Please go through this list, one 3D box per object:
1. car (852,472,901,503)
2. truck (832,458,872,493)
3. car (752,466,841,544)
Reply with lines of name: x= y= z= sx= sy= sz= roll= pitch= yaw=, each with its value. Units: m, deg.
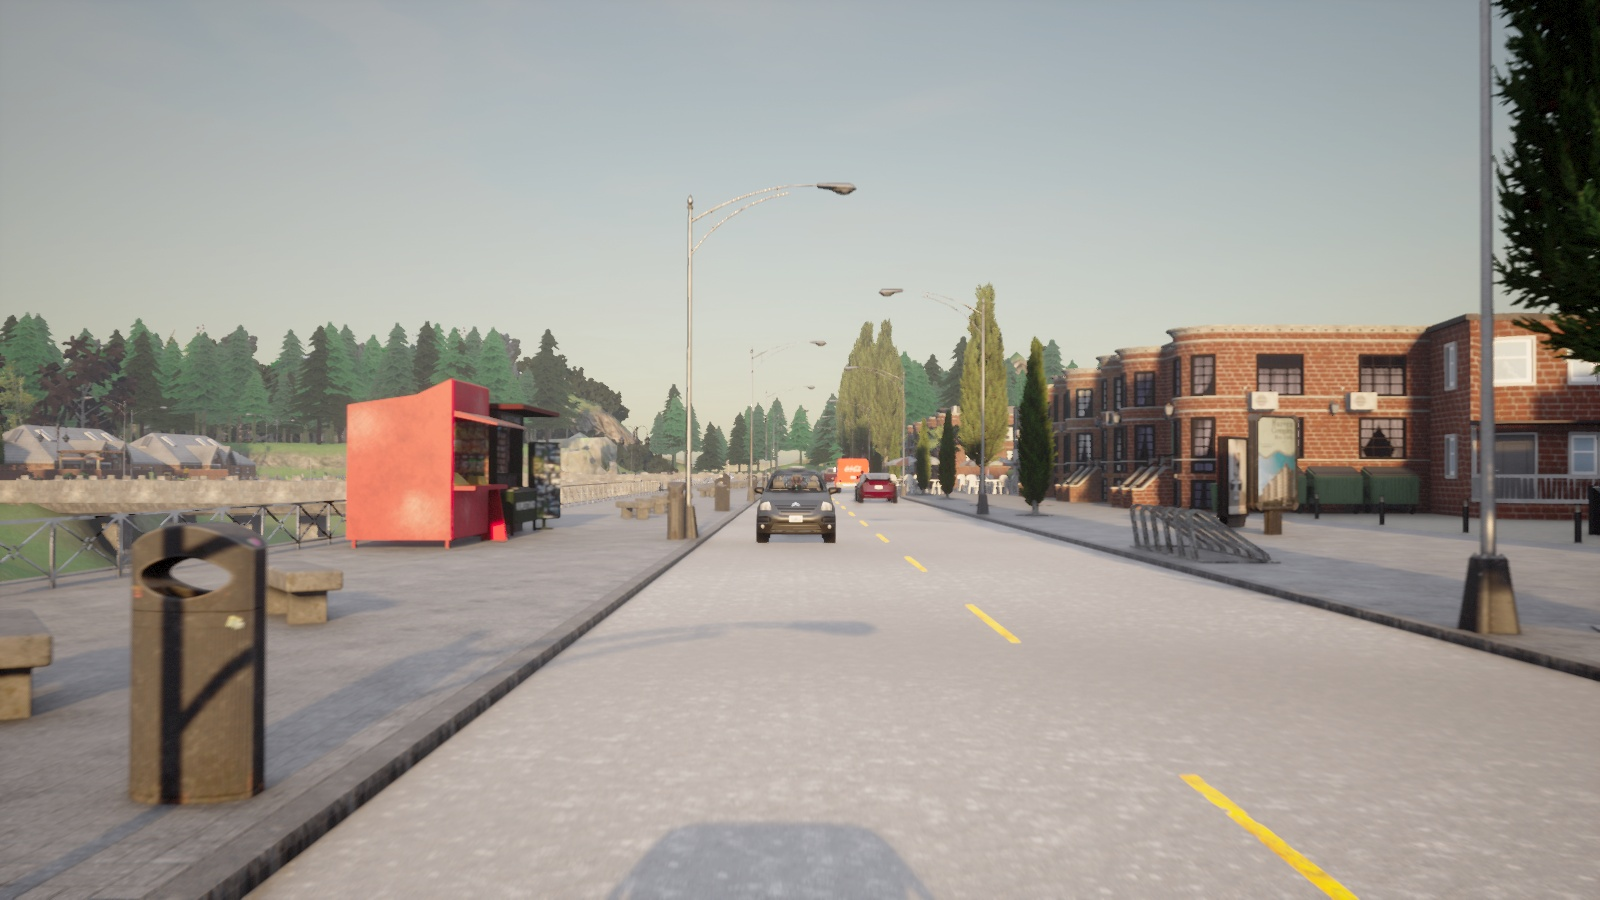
car: x=3.835 y=1.864 z=63.638 sx=2.163 sy=1.488 sz=4.792 roll=0 pitch=-1 yaw=0
truck: x=3.761 y=1.845 z=91.524 sx=2.627 sy=2.467 sz=5.204 roll=0 pitch=-1 yaw=0
car: x=-0.074 y=1.186 z=28.269 sx=1.851 sy=1.617 sz=3.988 roll=0 pitch=-1 yaw=0
